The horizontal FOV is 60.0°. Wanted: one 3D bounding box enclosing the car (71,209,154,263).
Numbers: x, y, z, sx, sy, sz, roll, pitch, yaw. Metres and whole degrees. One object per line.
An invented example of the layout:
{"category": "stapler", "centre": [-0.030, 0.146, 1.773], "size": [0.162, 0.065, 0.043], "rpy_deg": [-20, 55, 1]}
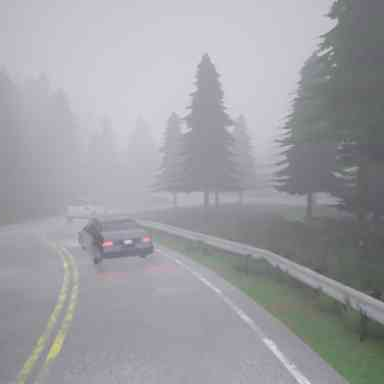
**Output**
{"category": "car", "centre": [-3.036, 1.609, 12.463], "size": [2.033, 1.411, 5.357], "rpy_deg": [-3, 0, -25]}

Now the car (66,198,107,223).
{"category": "car", "centre": [-9.293, 1.574, 29.697], "size": [2.150, 2.045, 5.566], "rpy_deg": [-1, 0, 2]}
